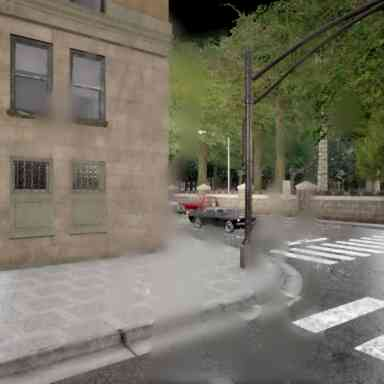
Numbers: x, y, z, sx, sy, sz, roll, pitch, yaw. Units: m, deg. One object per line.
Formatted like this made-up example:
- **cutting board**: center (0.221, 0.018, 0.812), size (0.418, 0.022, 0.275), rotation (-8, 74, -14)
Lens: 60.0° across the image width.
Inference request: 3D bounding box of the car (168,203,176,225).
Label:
- **car**: center (-3.169, 1.544, 22.284), size (1.947, 1.339, 4.313), rotation (0, 0, -35)

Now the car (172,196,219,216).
- **car**: center (0.601, 1.285, 31.822), size (2.192, 1.841, 5.009), rotation (0, 0, -35)

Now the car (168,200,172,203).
- **car**: center (-2.665, 1.514, 32.027), size (2.033, 1.411, 5.357), rotation (0, 0, -35)

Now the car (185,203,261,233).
- **car**: center (1.846, 1.586, 19.878), size (1.895, 1.301, 4.718), rotation (0, 0, -35)
